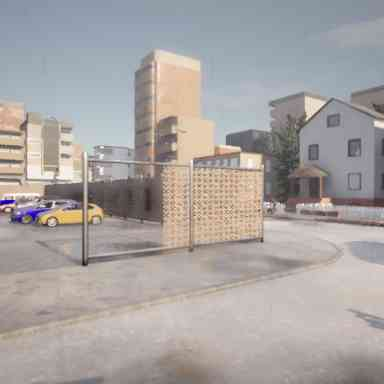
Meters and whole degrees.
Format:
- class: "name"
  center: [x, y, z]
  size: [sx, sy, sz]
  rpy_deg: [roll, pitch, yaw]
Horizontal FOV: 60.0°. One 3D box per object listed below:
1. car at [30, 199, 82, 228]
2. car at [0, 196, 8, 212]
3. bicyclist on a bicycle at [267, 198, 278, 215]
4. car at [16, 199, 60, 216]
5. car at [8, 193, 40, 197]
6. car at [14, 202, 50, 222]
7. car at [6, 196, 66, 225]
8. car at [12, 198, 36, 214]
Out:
- class: "car"
  center: [-7.861, 1.419, 21.537]
  size: [4.193, 1.474, 1.816]
  rpy_deg: [0, 0, -36]
- class: "car"
  center: [-17.873, 1.477, 35.595]
  size: [5.357, 1.415, 2.033]
  rpy_deg: [0, 0, -36]
- class: "bicyclist on a bicycle"
  center: [7.743, 1.363, 31.976]
  size: [1.656, 1.620, 0.582]
  rpy_deg: [0, 0, -36]
- class: "car"
  center: [-14.816, 1.416, 32.029]
  size: [3.633, 1.501, 1.845]
  rpy_deg: [0, 0, -36]
- class: "car"
  center: [-12.595, 1.245, 27.326]
  size: [3.866, 1.878, 1.905]
  rpy_deg: [0, 0, -36]
- class: "car"
  center: [-12.041, 1.454, 25.065]
  size: [2.207, 1.379, 1.481]
  rpy_deg: [0, 0, -36]
- class: "car"
  center: [-10.305, 1.350, 23.688]
  size: [4.611, 1.667, 2.242]
  rpy_deg: [0, 0, -36]
- class: "car"
  center: [-17.871, 1.406, 35.318]
  size: [1.789, 1.547, 3.705]
  rpy_deg: [0, 0, -36]
